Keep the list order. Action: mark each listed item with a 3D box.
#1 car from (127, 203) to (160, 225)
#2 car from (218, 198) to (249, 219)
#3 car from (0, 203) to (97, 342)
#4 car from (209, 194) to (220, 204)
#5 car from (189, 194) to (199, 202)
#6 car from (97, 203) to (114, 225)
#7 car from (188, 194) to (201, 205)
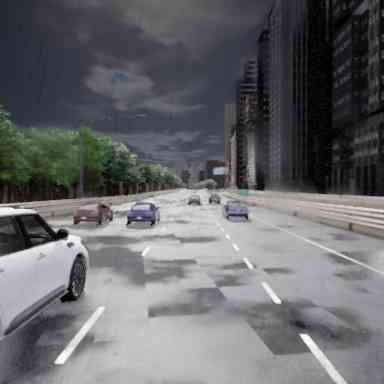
[{"bbox_3d":[-3.341,1.471,23.350,1.812,1.442,4.674,0,0,0],"label":"car"},{"bbox_3d":[3.605,1.472,28.121,2.033,1.411,5.357,0,0,1],"label":"car"},{"bbox_3d":[-3.397,1.218,5.105,2.150,2.045,5.566,0,0,0],"label":"car"},{"bbox_3d":[3.850,1.203,57.137,2.033,1.649,4.856,0,0,1],"label":"car"},{"bbox_3d":[0.468,1.167,66.390,1.882,1.535,5.008,0,1,1],"label":"car"},{"bbox_3d":[-6.840,1.470,23.358,1.812,1.442,4.674,0,0,0],"label":"car"},{"bbox_3d":[0.395,1.337,52.664,1.812,1.442,4.674,0,0,1],"label":"car"}]
